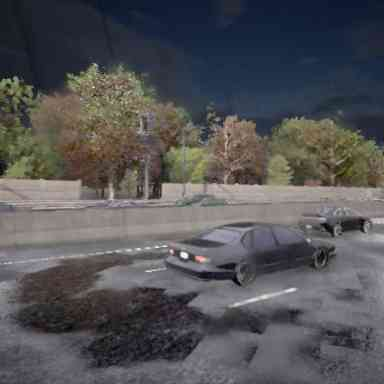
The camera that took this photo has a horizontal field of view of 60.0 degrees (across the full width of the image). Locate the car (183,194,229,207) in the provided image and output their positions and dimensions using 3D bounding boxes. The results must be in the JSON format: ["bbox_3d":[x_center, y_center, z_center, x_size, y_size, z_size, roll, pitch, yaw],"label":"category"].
[{"bbox_3d":[1.796,1.377,35.361,4.553,1.767,2.097,0,0,-35],"label":"car"}]

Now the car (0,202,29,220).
[{"bbox_3d":[-16.288,1.546,26.774,5.357,1.411,2.033,0,0,-35],"label":"car"}]

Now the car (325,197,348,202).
[{"bbox_3d":[19.821,1.565,43.878,4.902,1.511,2.128,0,0,-35],"label":"car"}]

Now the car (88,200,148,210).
[{"bbox_3d":[-6.241,1.502,29.632,4.902,1.511,2.128,0,0,-36],"label":"car"}]

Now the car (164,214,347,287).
[{"bbox_3d":[1.864,1.554,9.373,5.357,1.411,2.033,0,0,-35],"label":"car"}]

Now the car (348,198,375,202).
[{"bbox_3d":[21.516,1.636,40.796,4.181,1.385,1.994,0,0,-35],"label":"car"}]

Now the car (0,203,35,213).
[{"bbox_3d":[-14.169,1.547,23.980,5.357,1.411,2.033,0,0,-36],"label":"car"}]

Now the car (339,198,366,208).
[{"bbox_3d":[25.041,1.627,51.859,4.674,1.442,1.812,0,0,-35],"label":"car"}]

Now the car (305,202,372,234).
[{"bbox_3d":[7.774,1.510,17.885,4.902,1.511,2.128,0,0,-35],"label":"car"}]

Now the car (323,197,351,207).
[{"bbox_3d":[24.281,1.584,55.609,5.008,1.535,1.882,0,0,-35],"label":"car"}]

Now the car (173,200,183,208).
[{"bbox_3d":[0.512,1.248,38.740,5.566,2.045,2.150,0,0,-35],"label":"car"}]

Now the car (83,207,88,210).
[{"bbox_3d":[-7.909,1.558,32.740,5.357,1.411,2.033,0,0,-35],"label":"car"}]
